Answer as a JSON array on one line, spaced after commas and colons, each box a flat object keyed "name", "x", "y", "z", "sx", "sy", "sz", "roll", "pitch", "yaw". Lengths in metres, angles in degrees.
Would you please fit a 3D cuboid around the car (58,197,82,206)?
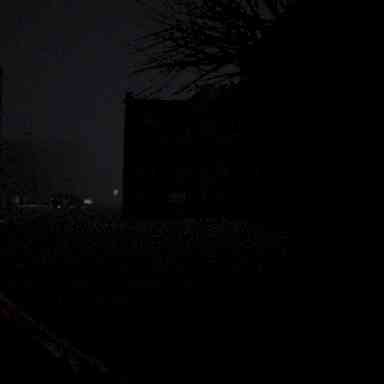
[{"name": "car", "x": -19.818, "y": 1.487, "z": 54.165, "sx": 1.895, "sy": 1.301, "sz": 4.718, "roll": 2, "pitch": 0, "yaw": 3}]

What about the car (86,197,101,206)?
[{"name": "car", "x": -16.244, "y": 1.508, "z": 54.199, "sx": 1.812, "sy": 1.442, "sz": 4.674, "roll": 2, "pitch": 0, "yaw": 3}]

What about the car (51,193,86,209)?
[{"name": "car", "x": -16.671, "y": 1.145, "z": 44.477, "sx": 2.150, "sy": 2.045, "sz": 5.566, "roll": 2, "pitch": -1, "yaw": 3}]
